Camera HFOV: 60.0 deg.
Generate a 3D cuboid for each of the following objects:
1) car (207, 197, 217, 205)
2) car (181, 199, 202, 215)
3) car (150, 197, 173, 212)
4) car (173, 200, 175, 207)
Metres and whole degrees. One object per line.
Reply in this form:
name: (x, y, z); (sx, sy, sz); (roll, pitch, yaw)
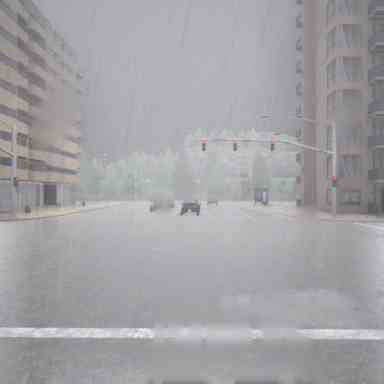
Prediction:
car: (3.720, 1.547, 60.779); (2.033, 1.411, 5.357); (0, 0, 4)
car: (-0.112, 1.505, 34.312); (1.837, 1.490, 4.892); (0, 0, 2)
car: (-3.614, 1.352, 38.279); (2.097, 1.767, 4.553); (0, 0, 0)
car: (-3.606, 1.505, 48.061); (1.837, 1.490, 4.892); (0, 0, 0)
